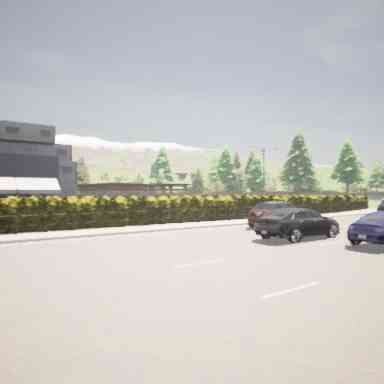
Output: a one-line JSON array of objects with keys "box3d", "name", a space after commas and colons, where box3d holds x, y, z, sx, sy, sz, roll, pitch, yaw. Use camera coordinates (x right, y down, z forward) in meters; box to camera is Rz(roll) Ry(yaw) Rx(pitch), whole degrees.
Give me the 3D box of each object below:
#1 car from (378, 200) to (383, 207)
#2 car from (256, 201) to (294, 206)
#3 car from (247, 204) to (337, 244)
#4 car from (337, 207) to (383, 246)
[{"box3d": [18.699, 1.376, 30.002, 4.553, 1.767, 2.097, 0, 0, -35], "name": "car"}, {"box3d": [5.628, 1.364, 20.677, 4.553, 1.767, 2.097, 0, 0, -35], "name": "car"}, {"box3d": [5.141, 1.516, 16.037, 4.892, 1.490, 1.837, 0, 0, -35], "name": "car"}, {"box3d": [8.383, 1.537, 14.049, 4.674, 1.442, 1.812, 0, 0, -35], "name": "car"}]
